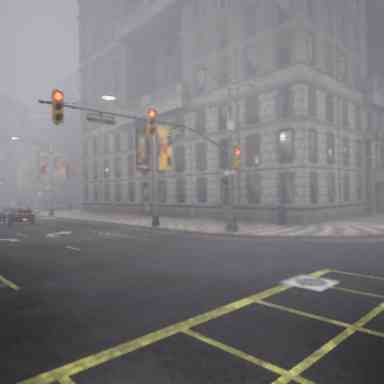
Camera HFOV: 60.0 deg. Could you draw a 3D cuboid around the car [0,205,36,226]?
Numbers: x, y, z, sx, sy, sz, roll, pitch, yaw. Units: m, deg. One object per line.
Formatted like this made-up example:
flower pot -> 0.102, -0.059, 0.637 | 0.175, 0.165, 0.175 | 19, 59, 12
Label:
car -> -13.875, 1.800, 26.144 | 1.837, 1.490, 4.892 | -1, 0, -43
